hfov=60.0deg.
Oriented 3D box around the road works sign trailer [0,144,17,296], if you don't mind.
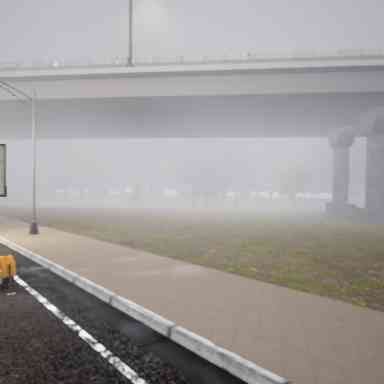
[{"bbox_3d":[-5.683,0.517,7.731,2.380,3.560,2.880,0,0,-43],"label":"road works sign trailer"}]
